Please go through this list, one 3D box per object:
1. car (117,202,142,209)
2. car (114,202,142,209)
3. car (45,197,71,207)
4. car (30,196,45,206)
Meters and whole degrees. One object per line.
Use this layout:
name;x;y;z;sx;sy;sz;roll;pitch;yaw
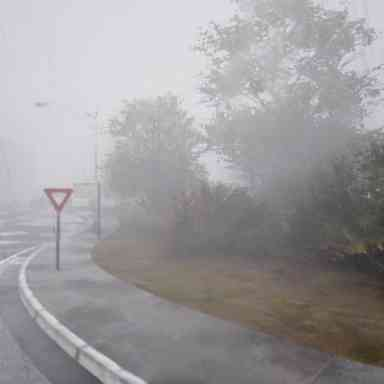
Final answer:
car;-13.548;2.956;72.180;5.008;1.535;2.097;1;-4;4
car;-13.756;2.778;69.438;4.892;1.521;2.231;1;-4;4
car;-20.007;1.464;50.885;1.882;1.535;5.008;2;-2;0
car;-23.167;1.433;51.123;2.128;1.511;4.902;3;-2;-3
